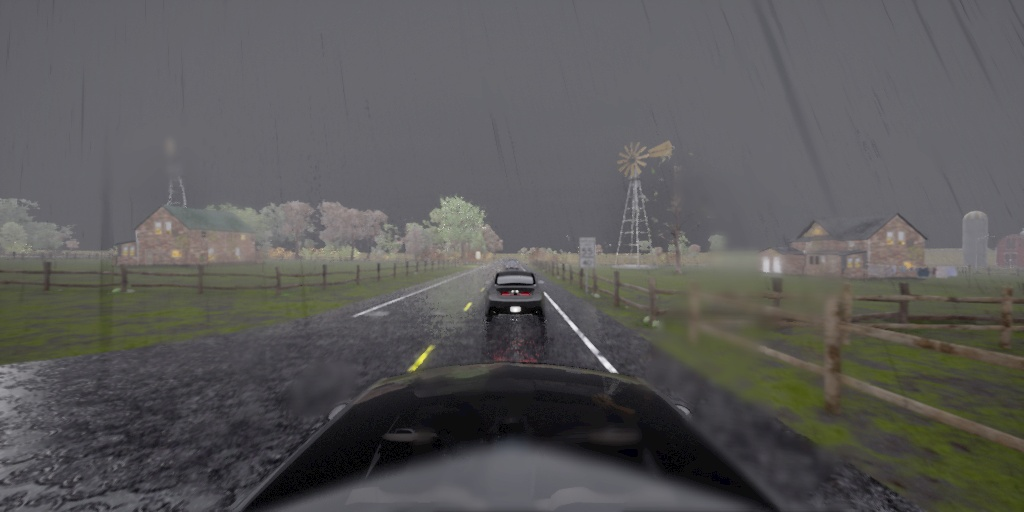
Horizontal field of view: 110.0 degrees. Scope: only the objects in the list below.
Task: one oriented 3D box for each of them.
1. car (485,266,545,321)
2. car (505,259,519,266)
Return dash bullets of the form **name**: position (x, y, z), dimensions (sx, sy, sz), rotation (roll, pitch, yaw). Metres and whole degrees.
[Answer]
- **car**: position (0.098, 1.262, 12.563), dimensions (1.837, 1.490, 4.892), rotation (0, 0, 0)
- **car**: position (-0.007, 1.324, 47.931), dimensions (2.033, 1.411, 5.357), rotation (0, 0, 0)
